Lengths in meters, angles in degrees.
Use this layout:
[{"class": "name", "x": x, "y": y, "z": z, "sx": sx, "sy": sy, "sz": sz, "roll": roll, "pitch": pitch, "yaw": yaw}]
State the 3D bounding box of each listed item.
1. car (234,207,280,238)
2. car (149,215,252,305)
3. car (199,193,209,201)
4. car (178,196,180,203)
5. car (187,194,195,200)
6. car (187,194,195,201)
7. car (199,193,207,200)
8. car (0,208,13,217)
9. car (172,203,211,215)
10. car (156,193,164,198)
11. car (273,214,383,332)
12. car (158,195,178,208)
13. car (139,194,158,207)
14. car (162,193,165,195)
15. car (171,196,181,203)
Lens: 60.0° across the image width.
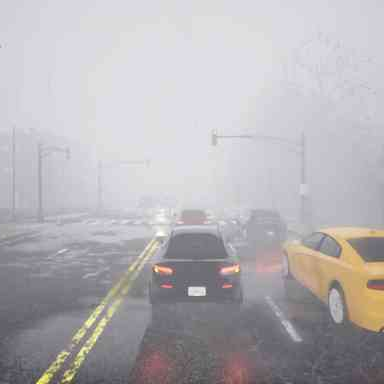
[{"class": "car", "x": 3.301, "y": 1.501, "z": 16.434, "sx": 1.837, "sy": 1.490, "sz": 4.892, "roll": 0, "pitch": 0, "yaw": 0}, {"class": "car", "x": 0.076, "y": 1.524, "z": 7.958, "sx": 1.812, "sy": 1.442, "sz": 4.674, "roll": 0, "pitch": 0, "yaw": 0}, {"class": "car", "x": 3.003, "y": 1.505, "z": 78.987, "sx": 2.033, "sy": 1.411, "sz": 5.357, "roll": 0, "pitch": 0, "yaw": 0}, {"class": "car", "x": -3.514, "y": 1.508, "z": 59.352, "sx": 1.812, "sy": 1.442, "sz": 4.674, "roll": 0, "pitch": 0, "yaw": 0}, {"class": "car", "x": -0.278, "y": 1.277, "z": 89.395, "sx": 1.882, "sy": 1.535, "sz": 5.008, "roll": 0, "pitch": 0, "yaw": 0}, {"class": "car", "x": -0.248, "y": 1.561, "z": 79.423, "sx": 1.895, "sy": 1.301, "sz": 4.718, "roll": 0, "pitch": 0, "yaw": 0}, {"class": "car", "x": 2.972, "y": 1.155, "z": 89.375, "sx": 2.097, "sy": 1.767, "sz": 4.553, "roll": 0, "pitch": 0, "yaw": 0}, {"class": "car", "x": -19.788, "y": 1.763, "z": 31.200, "sx": 5.357, "sy": 1.411, "sz": 2.033, "roll": -1, "pitch": 1, "yaw": 0}, {"class": "car", "x": 0.013, "y": 1.522, "z": 17.038, "sx": 1.812, "sy": 1.442, "sz": 4.674, "roll": 0, "pitch": 0, "yaw": -2}, {"class": "car", "x": -6.757, "y": 1.459, "z": 60.216, "sx": 1.882, "sy": 1.535, "sz": 5.008, "roll": 0, "pitch": 0, "yaw": 0}, {"class": "car", "x": 3.330, "y": 1.476, "z": 6.977, "sx": 1.882, "sy": 1.535, "sz": 5.008, "roll": 0, "pitch": 0, "yaw": 0}, {"class": "car", "x": -3.490, "y": 1.512, "z": 49.170, "sx": 1.812, "sy": 1.442, "sz": 4.674, "roll": 0, "pitch": 0, "yaw": 0}, {"class": "car", "x": -6.742, "y": 1.464, "z": 49.836, "sx": 1.882, "sy": 1.535, "sz": 5.008, "roll": 0, "pitch": 0, "yaw": 0}, {"class": "car", "x": -6.720, "y": 1.202, "z": 70.838, "sx": 2.150, "sy": 2.045, "sz": 5.566, "roll": 0, "pitch": 0, "yaw": 0}, {"class": "car", "x": -3.471, "y": 1.572, "z": 70.986, "sx": 1.895, "sy": 1.301, "sz": 4.718, "roll": 0, "pitch": 0, "yaw": 0}]
